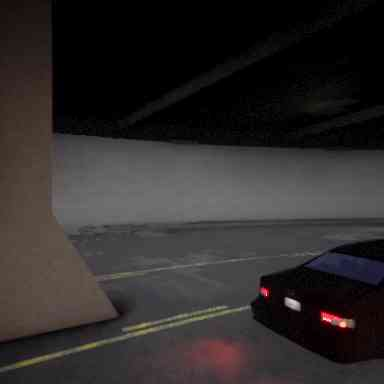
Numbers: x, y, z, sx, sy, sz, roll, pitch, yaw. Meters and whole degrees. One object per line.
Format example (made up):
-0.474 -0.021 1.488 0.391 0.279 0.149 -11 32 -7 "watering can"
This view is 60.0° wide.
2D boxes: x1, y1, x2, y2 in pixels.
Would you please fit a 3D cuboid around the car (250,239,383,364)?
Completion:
3.564 1.543 5.627 5.357 1.411 2.033 0 0 -28 "car"
